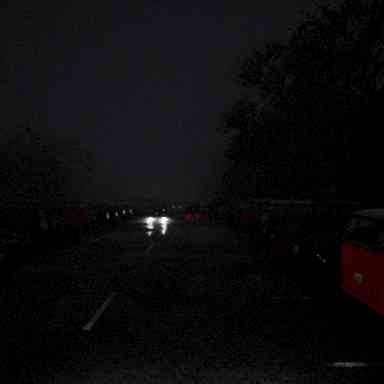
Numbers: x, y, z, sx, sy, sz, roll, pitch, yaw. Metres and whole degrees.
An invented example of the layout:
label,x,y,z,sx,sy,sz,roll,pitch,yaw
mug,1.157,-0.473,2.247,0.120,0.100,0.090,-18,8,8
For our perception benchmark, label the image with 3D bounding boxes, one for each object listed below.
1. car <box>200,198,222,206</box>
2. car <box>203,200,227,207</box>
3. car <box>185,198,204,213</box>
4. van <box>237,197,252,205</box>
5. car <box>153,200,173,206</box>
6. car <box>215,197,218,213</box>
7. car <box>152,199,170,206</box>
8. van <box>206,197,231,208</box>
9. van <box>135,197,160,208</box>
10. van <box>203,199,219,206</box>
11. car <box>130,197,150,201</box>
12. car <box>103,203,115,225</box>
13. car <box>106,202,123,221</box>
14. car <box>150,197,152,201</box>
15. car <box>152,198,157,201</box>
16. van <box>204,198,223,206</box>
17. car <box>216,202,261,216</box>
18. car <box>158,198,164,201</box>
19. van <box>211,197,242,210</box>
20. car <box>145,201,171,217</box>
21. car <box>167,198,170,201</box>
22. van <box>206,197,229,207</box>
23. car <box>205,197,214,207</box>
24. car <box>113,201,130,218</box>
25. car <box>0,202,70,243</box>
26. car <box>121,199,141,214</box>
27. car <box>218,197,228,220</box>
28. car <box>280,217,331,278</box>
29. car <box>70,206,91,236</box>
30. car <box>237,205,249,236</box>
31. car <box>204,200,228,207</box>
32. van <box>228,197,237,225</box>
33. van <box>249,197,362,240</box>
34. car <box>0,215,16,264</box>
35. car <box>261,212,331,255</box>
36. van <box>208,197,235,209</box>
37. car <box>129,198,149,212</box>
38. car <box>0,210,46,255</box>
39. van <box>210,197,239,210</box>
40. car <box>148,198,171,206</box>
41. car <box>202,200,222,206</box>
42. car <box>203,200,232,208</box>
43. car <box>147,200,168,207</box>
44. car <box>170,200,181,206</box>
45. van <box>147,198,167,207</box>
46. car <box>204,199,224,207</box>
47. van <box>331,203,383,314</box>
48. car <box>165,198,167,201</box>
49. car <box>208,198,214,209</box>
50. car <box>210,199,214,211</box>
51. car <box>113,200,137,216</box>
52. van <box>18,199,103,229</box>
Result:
label,x,y,z,sx,sy,sz,roll,pitch,yaw
car,5.071,2.682,88.915,5.566,2.045,2.435,0,-2,0
car,5.038,2.468,72.296,5.008,1.535,2.097,0,-2,0
car,0.103,1.901,43.773,2.128,1.511,4.902,0,0,-1
van,5.157,1.392,19.693,4.442,1.987,1.878,0,-1,0
car,-8.222,3.131,94.668,5.366,1.575,1.946,0,-2,0
car,5.013,1.461,28.003,5.566,2.045,2.435,0,-1,0
car,-8.005,2.733,86.358,4.553,1.767,2.185,0,-2,0
van,4.925,1.938,61.227,4.442,1.987,1.878,0,-2,0
van,-8.154,1.943,61.389,4.442,1.987,1.878,0,-2,0
van,5.161,2.804,91.805,4.442,1.987,1.878,0,-2,0
car,-8.070,1.747,41.974,4.553,1.767,2.185,0,-1,0
car,-8.068,1.680,22.540,4.792,1.488,2.163,0,-1,0
car,-8.068,1.711,25.316,4.792,1.488,2.163,0,-1,0
car,-8.070,1.778,44.749,4.553,1.767,2.185,0,-1,0
car,-8.044,1.936,47.524,5.008,1.535,2.097,0,-1,0
van,5.160,2.471,80.610,4.442,1.987,1.878,0,-2,0
car,5.044,1.849,36.436,4.674,1.452,2.002,0,-1,0
car,-8.009,1.780,55.855,5.566,2.045,2.435,0,-1,0
van,5.159,1.741,50.289,4.442,1.987,1.878,0,-1,0
car,-3.607,1.926,36.079,1.895,1.301,4.718,0,-1,0
car,-8.032,2.474,72.483,5.008,1.535,2.097,0,-2,0
van,5.160,2.090,66.764,4.442,1.987,1.878,0,-2,0
car,5.013,1.684,47.519,5.566,2.045,2.435,0,-1,0
car,-8.068,1.743,28.092,4.792,1.488,2.163,0,-1,0
car,-8.008,1.432,14.216,4.553,1.767,2.185,0,-1,0
car,-8.032,1.778,33.644,4.892,1.521,2.231,0,-1,0
car,5.013,1.429,25.233,5.566,2.045,2.435,0,-1,0
car,5.069,1.542,8.744,4.792,1.488,2.163,0,0,0
car,-8.010,1.616,16.987,4.792,1.488,2.163,0,-1,0
car,5.046,1.586,16.921,5.008,1.535,2.097,0,-1,0
car,5.037,2.393,69.527,4.892,1.521,2.231,0,-2,0
van,4.924,1.423,22.464,4.442,1.987,1.878,0,-1,0
van,4.932,1.331,14.138,4.442,1.987,1.878,0,-1,0
car,-7.854,1.510,8.668,5.366,1.575,1.946,0,0,0
car,5.069,1.561,11.383,4.792,1.488,2.163,0,-1,0
van,4.926,1.805,55.837,4.442,1.987,1.878,0,-1,0
car,-8.224,1.838,39.196,5.366,1.575,1.946,0,-1,0
car,-8.045,1.533,11.435,4.892,1.521,2.231,0,0,0
van,5.158,1.772,52.934,4.442,1.987,1.878,0,-1,0
car,-8.065,2.528,83.591,5.566,2.045,2.435,0,-2,0
car,5.037,2.774,83.374,4.892,1.521,2.231,0,-2,0
car,4.858,2.237,63.988,5.366,1.575,1.946,0,-2,0
car,-8.034,2.667,78.033,4.674,1.452,2.002,0,-2,0
car,-3.497,2.512,78.018,1.812,1.442,4.674,0,-2,0
van,-7.920,2.324,75.265,4.442,1.987,1.878,0,-2,0
car,5.011,2.495,77.839,4.553,1.767,2.185,0,-2,0
van,5.157,1.273,5.974,4.442,1.987,1.878,0,0,0
car,-8.067,2.351,66.934,4.792,1.488,2.163,0,-2,0
car,5.036,1.902,44.622,5.008,1.535,2.097,0,-1,0
car,5.039,1.911,41.850,4.674,1.452,2.002,0,-1,0
car,-8.224,1.742,30.868,5.366,1.575,1.946,0,-1,0
van,-7.922,1.393,19.767,4.442,1.987,1.878,0,-1,0
